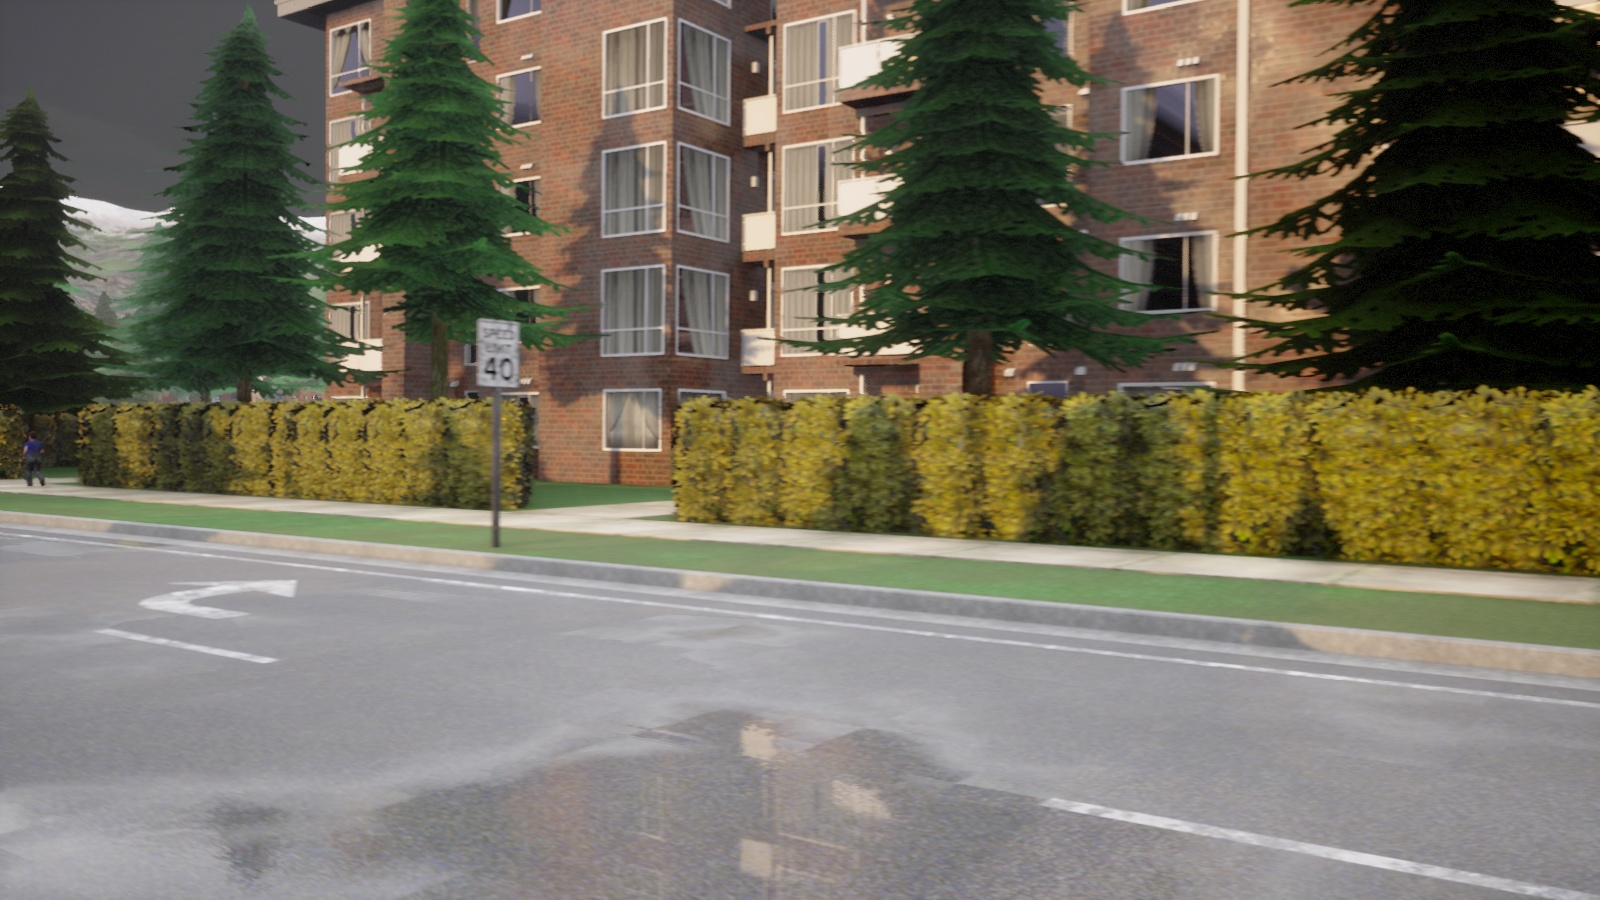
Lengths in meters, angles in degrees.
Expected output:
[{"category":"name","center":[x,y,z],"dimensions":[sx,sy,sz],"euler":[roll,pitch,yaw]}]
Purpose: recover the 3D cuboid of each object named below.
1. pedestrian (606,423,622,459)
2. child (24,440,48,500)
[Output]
[{"category":"pedestrian","center":[-10.110,-0.485,68.273],"dimensions":[0.423,1.949,0.788],"euler":[0,1,34]},{"category":"child","center":[-16.373,0.428,26.903],"dimensions":[0.437,1.263,0.270],"euler":[0,1,36]}]
